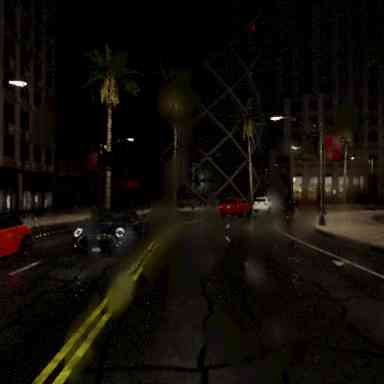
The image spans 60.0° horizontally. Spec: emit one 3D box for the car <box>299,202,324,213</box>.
[{"bbox_3d":[16.386,2.099,45.446,4.181,1.385,1.994,1,-1,-43],"label":"car"}]

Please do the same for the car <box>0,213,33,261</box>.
[{"bbox_3d":[-6.963,1.472,10.385,2.097,1.767,4.553,0,-1,1],"label":"car"}]

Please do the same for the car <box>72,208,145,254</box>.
[{"bbox_3d":[-3.382,1.519,14.206,2.097,1.767,4.553,0,-1,2],"label":"car"}]

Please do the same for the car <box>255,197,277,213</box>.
[{"bbox_3d":[10.319,1.744,44.450,2.150,2.045,5.566,-1,-1,42],"label":"car"}]

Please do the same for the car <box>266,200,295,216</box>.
[{"bbox_3d":[10.538,1.979,38.562,1.812,1.442,4.674,0,-1,32],"label":"car"}]

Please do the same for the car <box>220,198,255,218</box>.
[{"bbox_3d":[4.732,1.638,35.449,2.150,2.045,5.566,0,-1,25],"label":"car"}]
